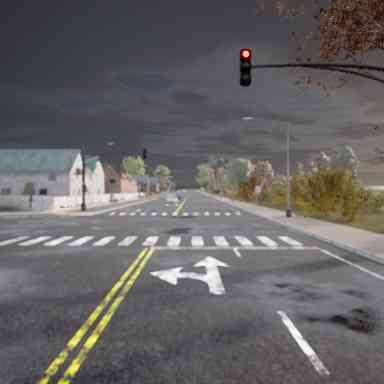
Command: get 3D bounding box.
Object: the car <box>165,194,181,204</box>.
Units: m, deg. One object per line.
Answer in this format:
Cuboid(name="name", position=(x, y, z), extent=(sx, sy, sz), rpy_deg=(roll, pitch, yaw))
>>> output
Cuboid(name="car", position=(-3.231, 1.277, 53.903), extent=(1.812, 1.442, 4.674), rpy_deg=(0, 1, 0))
